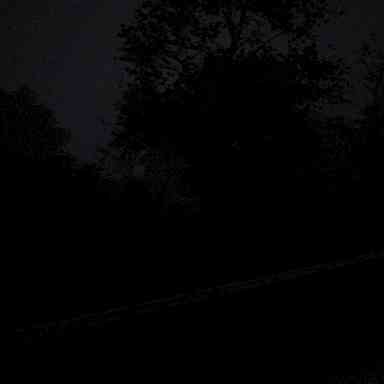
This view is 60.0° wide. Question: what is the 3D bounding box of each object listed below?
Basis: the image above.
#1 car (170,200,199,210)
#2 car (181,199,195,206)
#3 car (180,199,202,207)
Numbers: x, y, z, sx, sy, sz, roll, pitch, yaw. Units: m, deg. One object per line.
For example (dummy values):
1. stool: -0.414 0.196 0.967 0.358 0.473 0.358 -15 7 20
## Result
1. car: -1.360 2.322 60.215 4.902 1.511 2.128 0 0 -36
2. car: -0.949 2.312 54.351 2.231 1.521 4.892 0 0 -36
3. car: -0.248 2.308 71.021 2.097 1.535 5.008 0 0 -36
